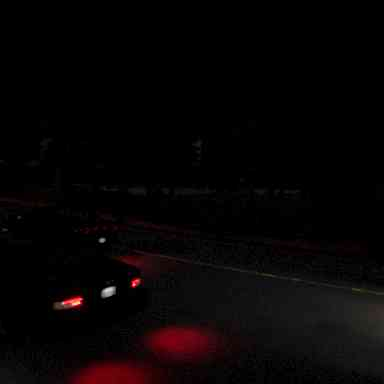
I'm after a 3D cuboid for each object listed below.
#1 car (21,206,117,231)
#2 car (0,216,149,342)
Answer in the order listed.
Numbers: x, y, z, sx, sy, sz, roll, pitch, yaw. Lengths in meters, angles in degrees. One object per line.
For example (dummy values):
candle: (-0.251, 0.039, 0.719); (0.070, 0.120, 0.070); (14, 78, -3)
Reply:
car: (-4.785, 1.219, 11.674); (5.008, 1.535, 1.882); (3, 2, 35)
car: (-3.296, 1.450, 6.339); (5.357, 1.411, 2.033); (2, 1, 35)
